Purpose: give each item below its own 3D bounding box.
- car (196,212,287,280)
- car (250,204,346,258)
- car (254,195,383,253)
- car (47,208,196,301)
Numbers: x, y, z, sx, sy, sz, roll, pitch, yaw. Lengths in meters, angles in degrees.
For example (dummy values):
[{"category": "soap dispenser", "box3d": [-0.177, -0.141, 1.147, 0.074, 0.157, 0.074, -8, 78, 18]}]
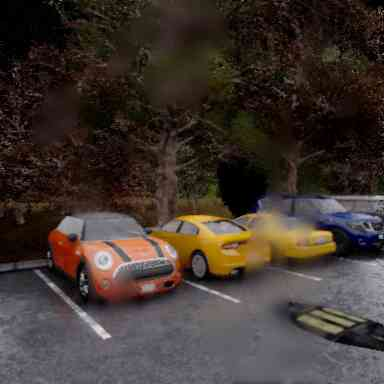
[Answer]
[{"category": "car", "box3d": [0.104, 1.449, 10.130, 2.097, 1.535, 5.008, 0, 0, -36]}, {"category": "car", "box3d": [2.361, 1.420, 11.974, 1.946, 1.575, 5.366, -1, 0, -36]}, {"category": "car", "box3d": [4.750, 1.148, 13.417, 2.435, 2.045, 5.566, -1, 0, -36]}, {"category": "car", "box3d": [-2.185, 1.342, 8.541, 2.185, 1.767, 4.553, 0, 0, -36]}]
